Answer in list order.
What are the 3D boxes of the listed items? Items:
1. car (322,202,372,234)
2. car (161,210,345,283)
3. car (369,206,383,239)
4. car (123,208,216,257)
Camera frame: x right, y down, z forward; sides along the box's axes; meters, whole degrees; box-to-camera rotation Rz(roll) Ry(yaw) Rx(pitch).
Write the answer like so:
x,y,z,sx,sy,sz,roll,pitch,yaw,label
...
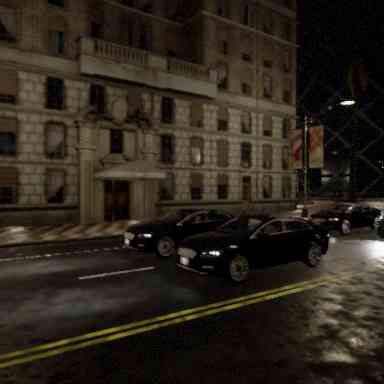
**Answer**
x,y,z,sx,sy,sz,roll,pitch,yaw,label
8.335,1.323,17.923,4.902,1.511,2.128,0,1,-33,car
1.859,1.398,9.424,4.902,1.511,2.128,0,1,-34,car
10.229,1.428,14.975,4.181,1.385,1.994,0,1,-33,car
-0.094,1.365,12.327,4.902,1.511,2.128,0,1,-34,car
